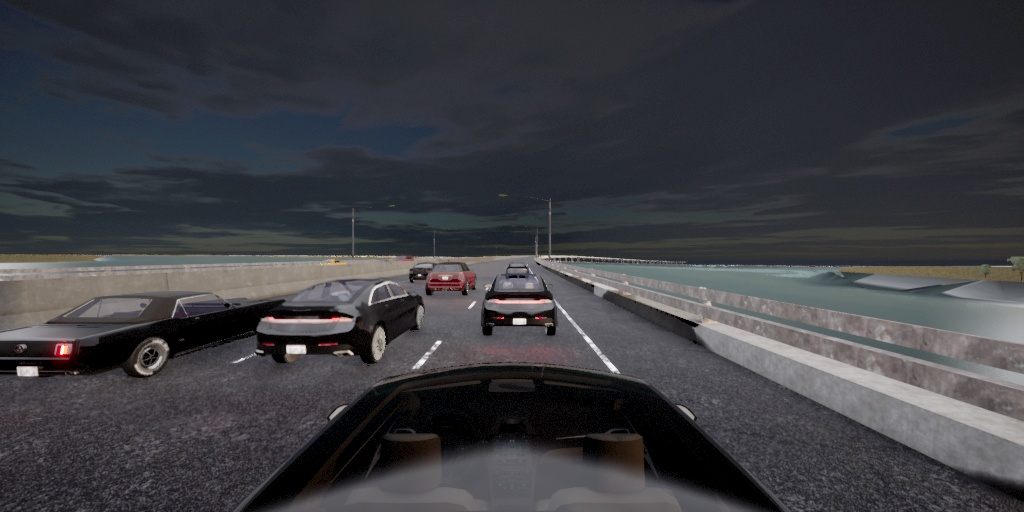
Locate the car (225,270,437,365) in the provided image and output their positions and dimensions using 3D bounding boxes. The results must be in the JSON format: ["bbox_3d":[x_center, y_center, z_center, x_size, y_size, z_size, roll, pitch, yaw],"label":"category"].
[{"bbox_3d":[-3.344,1.243,8.019,2.128,1.511,4.902,0,0,1],"label":"car"}]

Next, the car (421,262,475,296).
[{"bbox_3d":[-3.204,1.103,19.679,2.097,1.767,4.553,0,0,2],"label":"car"}]

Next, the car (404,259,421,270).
[{"bbox_3d":[-6.567,1.229,28.136,1.882,1.535,5.008,0,0,1],"label":"car"}]

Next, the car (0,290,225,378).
[{"bbox_3d":[-6.852,1.352,7.312,1.895,1.301,4.718,0,0,1],"label":"car"}]

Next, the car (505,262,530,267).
[{"bbox_3d":[0.463,1.241,30.040,2.128,1.511,4.902,0,0,1],"label":"car"}]

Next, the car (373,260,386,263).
[{"bbox_3d":[-20.126,1.291,55.046,2.033,1.411,5.357,0,0,2],"label":"car"}]

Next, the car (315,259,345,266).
[{"bbox_3d":[-23.868,1.227,47.020,1.882,1.535,5.008,0,0,2],"label":"car"}]

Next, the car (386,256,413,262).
[{"bbox_3d":[-16.647,0.966,54.509,2.150,2.045,5.566,0,0,2],"label":"car"}]

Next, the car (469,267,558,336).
[{"bbox_3d":[0.186,1.242,10.392,2.128,1.511,4.902,0,0,0],"label":"car"}]
